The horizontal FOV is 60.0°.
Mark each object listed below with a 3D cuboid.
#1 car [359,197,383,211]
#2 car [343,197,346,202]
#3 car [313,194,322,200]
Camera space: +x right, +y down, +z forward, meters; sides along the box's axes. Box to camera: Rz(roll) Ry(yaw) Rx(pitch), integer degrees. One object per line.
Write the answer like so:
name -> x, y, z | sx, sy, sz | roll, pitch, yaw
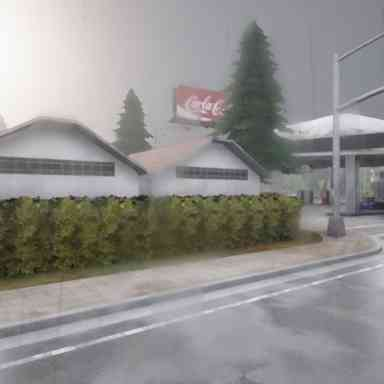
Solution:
car -> 21.918, 1.455, 40.041 | 4.611, 1.667, 2.242 | 0, 0, -36
car -> 36.304, 1.480, 75.931 | 4.674, 1.442, 1.812 | 0, 0, -36
car -> 33.040, 1.283, 89.523 | 2.152, 1.636, 5.027 | 0, 0, -36
